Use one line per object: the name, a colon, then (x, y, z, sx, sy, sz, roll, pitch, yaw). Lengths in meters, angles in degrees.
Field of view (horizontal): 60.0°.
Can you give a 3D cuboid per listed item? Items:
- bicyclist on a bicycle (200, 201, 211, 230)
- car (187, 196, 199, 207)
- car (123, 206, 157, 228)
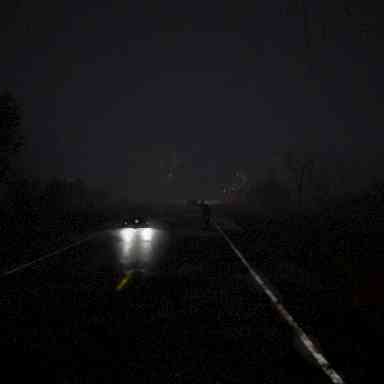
bicyclist on a bicycle: (0.975, 1.589, 21.094, 0.582, 1.620, 1.656, 0, -1, 0)
car: (0.127, 1.899, 58.033, 1.994, 1.385, 4.181, 0, 0, 0)
car: (-3.588, 1.715, 23.559, 1.994, 1.385, 4.181, 0, 0, 0)
